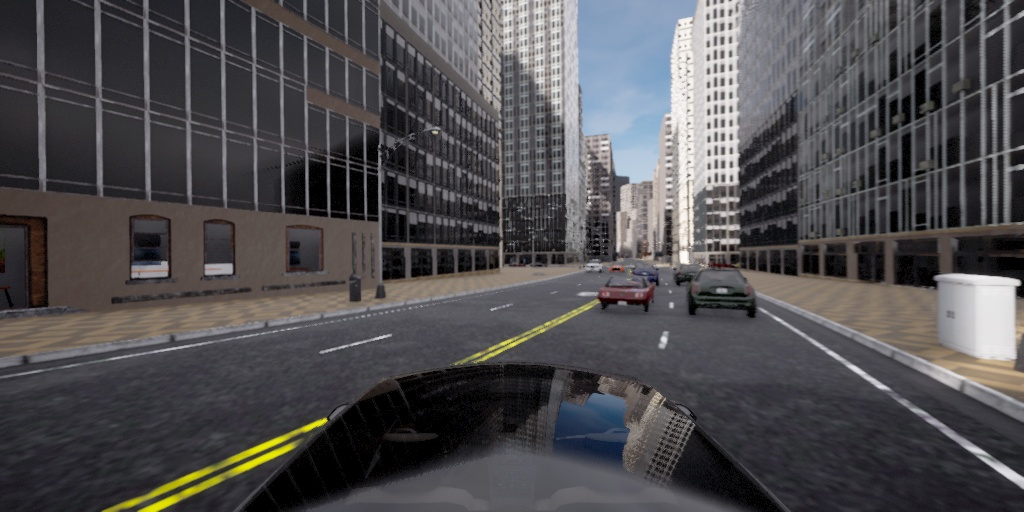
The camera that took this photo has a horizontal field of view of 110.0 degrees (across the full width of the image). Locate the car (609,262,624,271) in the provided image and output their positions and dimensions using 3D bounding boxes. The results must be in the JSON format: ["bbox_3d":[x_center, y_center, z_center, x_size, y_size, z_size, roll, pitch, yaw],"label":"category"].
[{"bbox_3d":[15.746,1.652,53.859,2.097,1.767,4.553,0,-1,19],"label":"car"}]

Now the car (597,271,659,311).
[{"bbox_3d":[5.053,1.498,15.433,1.895,1.301,4.718,0,-1,25],"label":"car"}]

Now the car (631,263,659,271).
[{"bbox_3d":[10.926,1.391,29.532,2.097,1.767,4.553,0,-1,21],"label":"car"}]

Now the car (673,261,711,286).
[{"bbox_3d":[13.956,1.367,28.357,2.097,1.767,4.553,0,-1,21],"label":"car"}]

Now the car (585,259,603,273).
[{"bbox_3d":[12.426,1.540,54.197,2.150,2.045,5.566,-1,-1,19],"label":"car"}]

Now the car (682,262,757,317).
[{"bbox_3d":[8.064,1.227,14.213,2.097,1.767,4.553,0,-1,25],"label":"car"}]
